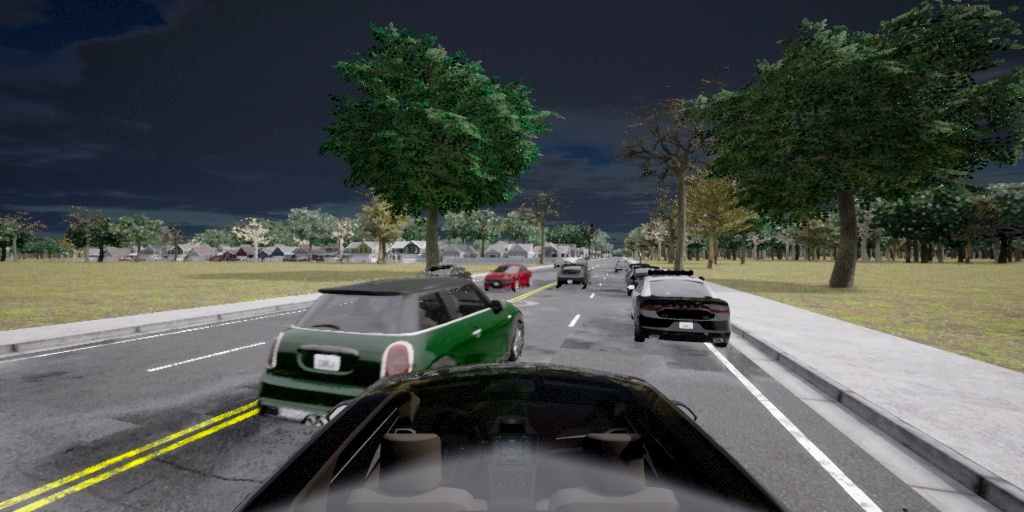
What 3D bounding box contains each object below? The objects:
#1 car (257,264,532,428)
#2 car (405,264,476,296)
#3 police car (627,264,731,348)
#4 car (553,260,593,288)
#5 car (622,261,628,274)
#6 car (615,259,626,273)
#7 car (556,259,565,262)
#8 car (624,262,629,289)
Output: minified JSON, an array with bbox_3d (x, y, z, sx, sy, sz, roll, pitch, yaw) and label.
[{"bbox_3d":[-1.283,1.103,5.701,2.097,1.767,4.553,0,0,17],"label":"car"},{"bbox_3d":[-3.855,1.258,20.336,1.837,1.490,4.892,0,0,17],"label":"car"},{"bbox_3d":[4.205,1.176,9.589,1.930,1.638,5.238,0,0,17],"label":"police car"},{"bbox_3d":[4.169,1.261,23.712,1.837,1.490,4.892,0,0,17],"label":"car"},{"bbox_3d":[8.807,1.263,24.799,1.837,1.490,4.892,0,0,17],"label":"car"},{"bbox_3d":[13.708,1.327,44.336,2.033,1.411,5.357,0,0,18],"label":"car"},{"bbox_3d":[8.148,1.300,59.931,1.837,1.490,4.892,0,0,17],"label":"car"},{"bbox_3d":[7.069,1.259,19.056,1.837,1.490,4.892,0,0,17],"label":"car"}]
